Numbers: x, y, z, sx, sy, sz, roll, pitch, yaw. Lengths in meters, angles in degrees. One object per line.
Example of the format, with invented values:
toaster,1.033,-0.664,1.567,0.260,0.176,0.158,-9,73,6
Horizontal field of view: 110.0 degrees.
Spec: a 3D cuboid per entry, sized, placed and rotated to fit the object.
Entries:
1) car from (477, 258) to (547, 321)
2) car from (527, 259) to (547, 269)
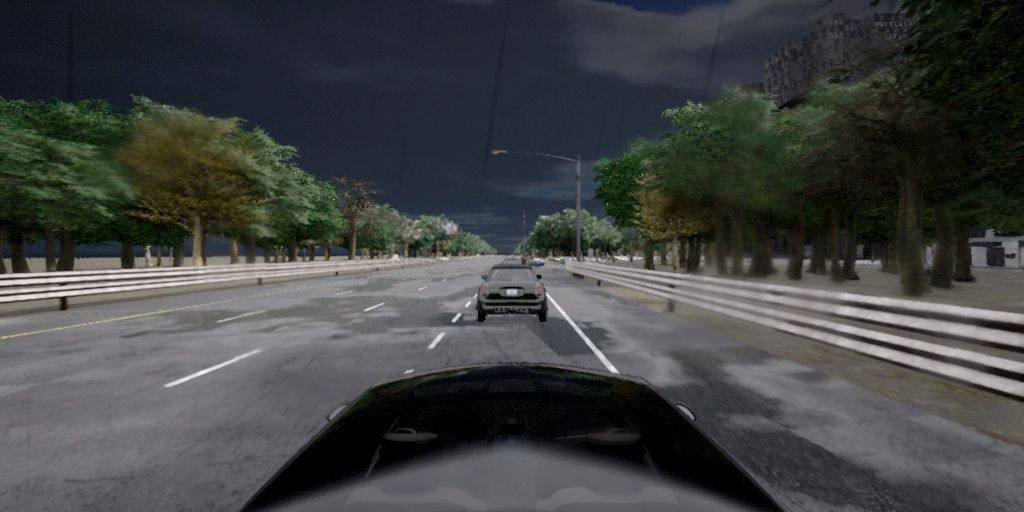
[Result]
car,-0.003,1.052,12.425,2.097,1.767,4.553,0,0,0
car,3.728,1.113,53.165,1.895,1.301,4.718,0,0,17
